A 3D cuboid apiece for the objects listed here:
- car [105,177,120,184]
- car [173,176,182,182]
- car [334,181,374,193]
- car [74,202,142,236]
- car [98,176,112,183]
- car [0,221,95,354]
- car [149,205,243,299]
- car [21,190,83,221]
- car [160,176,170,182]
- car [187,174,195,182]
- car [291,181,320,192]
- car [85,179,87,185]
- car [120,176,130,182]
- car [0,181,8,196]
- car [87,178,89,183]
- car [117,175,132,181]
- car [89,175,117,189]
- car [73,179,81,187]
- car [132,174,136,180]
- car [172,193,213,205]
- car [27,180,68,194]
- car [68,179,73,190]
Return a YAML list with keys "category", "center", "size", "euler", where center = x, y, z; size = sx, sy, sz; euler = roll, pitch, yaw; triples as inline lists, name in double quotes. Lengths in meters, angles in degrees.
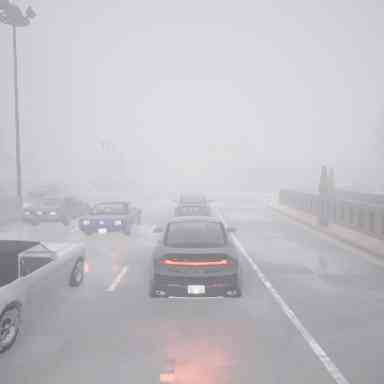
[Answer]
- category: "car"
  center: [-17.835, -2.590, 74.555]
  size: [2.128, 1.511, 4.902]
  euler: [0, 3, 0]
- category: "car"
  center: [-3.899, -3.433, 88.393]
  size: [1.812, 1.442, 4.674]
  euler: [0, 3, 0]
- category: "car"
  center: [18.465, -0.475, 38.771]
  size: [5.008, 1.535, 1.882]
  euler: [0, 3, 2]
- category: "car"
  center: [-3.456, 1.078, 15.041]
  size: [1.895, 1.301, 4.718]
  euler: [0, 3, 0]
- category: "car"
  center: [-21.367, -3.007, 81.432]
  size: [2.128, 1.511, 4.902]
  euler: [0, 3, 0]
- category: "car"
  center: [-3.421, 1.506, 5.915]
  size: [1.895, 1.301, 4.718]
  euler: [0, 2, 0]
- category: "car"
  center: [0.070, 1.338, 8.132]
  size: [1.837, 1.490, 4.892]
  euler: [0, 2, 0]
- category: "car"
  center: [-6.968, 0.868, 17.674]
  size: [2.033, 1.411, 5.357]
  euler: [0, 3, 0]
- category: "car"
  center: [-7.399, -3.432, 88.377]
  size: [1.812, 1.442, 4.674]
  euler: [0, 3, 0]
- category: "car"
  center: [-0.405, -3.507, 89.674]
  size: [2.128, 1.511, 4.902]
  euler: [0, 3, 0]
- category: "car"
  center: [15.022, -0.645, 42.381]
  size: [4.674, 1.442, 1.812]
  euler: [0, 3, 2]
- category: "car"
  center: [-21.317, -2.358, 70.707]
  size: [1.812, 1.442, 4.674]
  euler: [0, 3, 0]
- category: "car"
  center: [-17.902, -3.464, 89.012]
  size: [1.994, 1.385, 4.181]
  euler: [0, 3, 0]
- category: "car"
  center: [-21.249, -0.346, 34.597]
  size: [2.097, 1.767, 4.553]
  euler: [0, 4, 0]
- category: "car"
  center: [-17.816, -1.962, 63.618]
  size: [2.128, 1.511, 4.902]
  euler: [0, 3, 0]
- category: "car"
  center: [-14.306, -2.266, 68.399]
  size: [1.882, 1.535, 5.008]
  euler: [0, 3, 0]
- category: "car"
  center: [-14.325, -1.633, 53.698]
  size: [2.150, 2.045, 5.566]
  euler: [0, 4, 0]
- category: "car"
  center: [-21.326, -1.571, 58.967]
  size: [1.895, 1.301, 4.718]
  euler: [0, 3, 0]
- category: "car"
  center: [-14.378, -3.450, 83.780]
  size: [2.150, 2.045, 5.566]
  euler: [0, 3, 0]
- category: "car"
  center: [0.035, 0.837, 17.511]
  size: [1.837, 1.490, 4.892]
  euler: [0, 3, -1]
- category: "car"
  center: [-14.239, -0.095, 32.535]
  size: [1.882, 1.535, 5.008]
  euler: [0, 3, 0]
- category: "car"
  center: [-17.790, -0.703, 44.001]
  size: [1.994, 1.385, 4.181]
  euler: [0, 3, 0]
